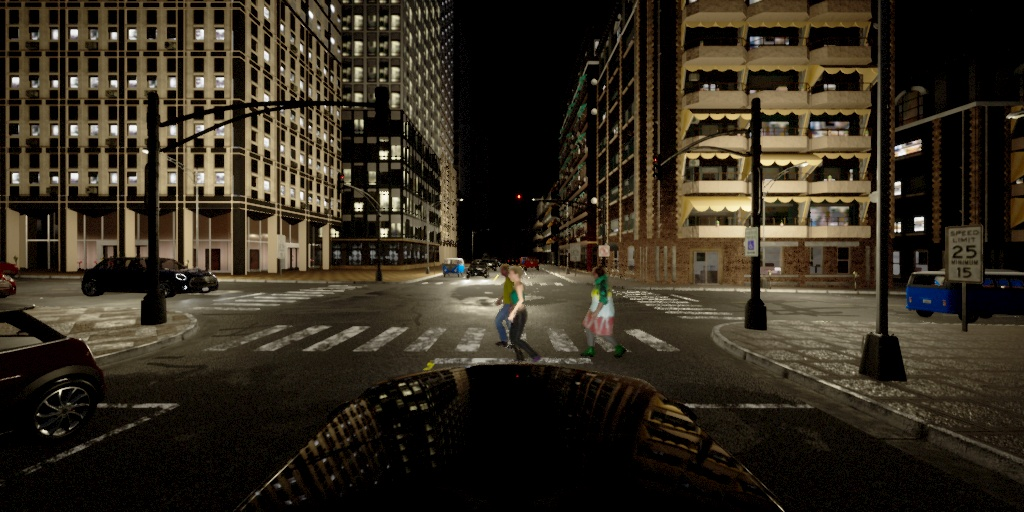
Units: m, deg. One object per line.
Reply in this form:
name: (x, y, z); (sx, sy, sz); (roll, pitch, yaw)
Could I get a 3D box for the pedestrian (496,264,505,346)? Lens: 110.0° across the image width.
pedestrian: (-0.083, 1.046, 7.666); (0.375, 1.860, 0.375); (0, 0, 0)

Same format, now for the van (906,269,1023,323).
van: (16.926, 1.453, 13.028); (3.998, 1.789, 1.690); (0, 0, 0)

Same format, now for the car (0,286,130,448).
car: (-5.689, 1.190, 2.339); (1.967, 1.591, 4.097); (0, 0, 0)

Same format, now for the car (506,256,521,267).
car: (0.080, 0.993, 63.915); (2.150, 2.045, 5.566); (0, 0, 0)

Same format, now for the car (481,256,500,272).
car: (-3.031, 0.982, 46.036); (2.150, 2.045, 5.566); (0, 0, 1)

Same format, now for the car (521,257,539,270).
car: (2.752, 1.078, 51.456); (2.192, 1.841, 5.009); (0, 0, 0)

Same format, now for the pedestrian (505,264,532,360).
pedestrian: (0.117, 1.044, 6.466); (0.375, 1.860, 0.375); (0, 0, 0)

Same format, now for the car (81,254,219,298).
car: (-15.663, 0.832, 15.720); (4.553, 1.767, 2.097); (1, 0, 0)

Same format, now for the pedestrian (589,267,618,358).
pedestrian: (1.796, 1.045, 7.064); (0.375, 1.860, 0.375); (0, 0, 0)

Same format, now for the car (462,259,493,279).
car: (-3.057, 1.260, 32.771); (1.837, 1.490, 4.892); (0, 0, 0)

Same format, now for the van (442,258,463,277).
van: (-5.649, 1.096, 34.813); (1.690, 1.789, 3.998); (0, 0, 0)

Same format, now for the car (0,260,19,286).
car: (-21.133, 0.818, 13.125); (4.097, 1.591, 1.967); (0, 0, 0)

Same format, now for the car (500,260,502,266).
car: (-2.955, 1.123, 64.659); (2.097, 1.767, 4.553); (0, 0, 1)
